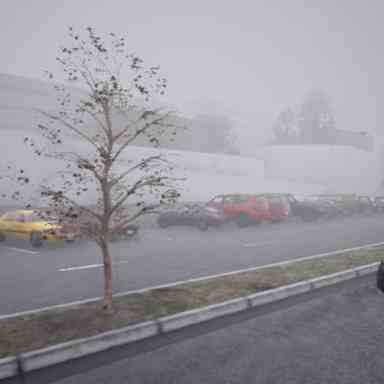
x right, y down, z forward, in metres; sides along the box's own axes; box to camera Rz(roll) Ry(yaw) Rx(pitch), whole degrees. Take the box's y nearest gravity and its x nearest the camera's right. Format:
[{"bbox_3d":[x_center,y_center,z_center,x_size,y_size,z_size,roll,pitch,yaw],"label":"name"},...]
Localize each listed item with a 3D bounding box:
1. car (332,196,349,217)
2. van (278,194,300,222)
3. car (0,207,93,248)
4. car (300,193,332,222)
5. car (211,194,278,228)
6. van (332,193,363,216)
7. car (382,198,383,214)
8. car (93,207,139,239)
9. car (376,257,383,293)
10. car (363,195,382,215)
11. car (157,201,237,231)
[{"bbox_3d":[9.727,1.354,27.215,4.892,1.521,2.231,-1,0,34],"label":"car"},{"bbox_3d":[4.961,1.176,23.696,4.442,1.987,1.878,-1,-1,35],"label":"van"},{"bbox_3d":[-7.131,1.483,14.995,5.366,1.575,1.946,-1,-1,34],"label":"car"},{"bbox_3d":[7.317,1.127,25.478,5.566,2.045,2.435,-1,-1,35],"label":"car"},{"bbox_3d":[2.405,1.178,22.039,5.566,2.045,2.435,-1,0,35],"label":"car"},{"bbox_3d":[12.051,1.103,29.015,4.442,1.987,1.878,-1,0,35],"label":"van"},{"bbox_3d":[17.012,1.315,32.409,4.674,1.452,2.002,-1,0,35],"label":"car"},{"bbox_3d":[-4.831,1.510,16.812,4.792,1.488,2.163,-1,-1,35],"label":"car"},{"bbox_3d":[5.940,1.537,7.372,4.181,1.385,1.994,0,0,-36],"label":"car"},{"bbox_3d":[14.604,1.175,30.664,4.553,1.767,2.185,-1,0,34],"label":"car"},{"bbox_3d":[0.006,1.489,20.289,4.674,1.452,2.002,-1,0,35],"label":"car"}]
